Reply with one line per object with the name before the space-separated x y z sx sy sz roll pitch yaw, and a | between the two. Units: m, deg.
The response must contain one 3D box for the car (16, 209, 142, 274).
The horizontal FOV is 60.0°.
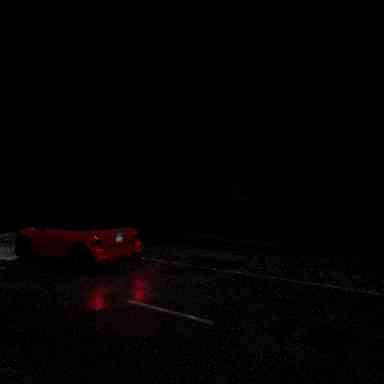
car | -3.874 1.417 11.055 4.553 1.767 2.097 -1 0 36
